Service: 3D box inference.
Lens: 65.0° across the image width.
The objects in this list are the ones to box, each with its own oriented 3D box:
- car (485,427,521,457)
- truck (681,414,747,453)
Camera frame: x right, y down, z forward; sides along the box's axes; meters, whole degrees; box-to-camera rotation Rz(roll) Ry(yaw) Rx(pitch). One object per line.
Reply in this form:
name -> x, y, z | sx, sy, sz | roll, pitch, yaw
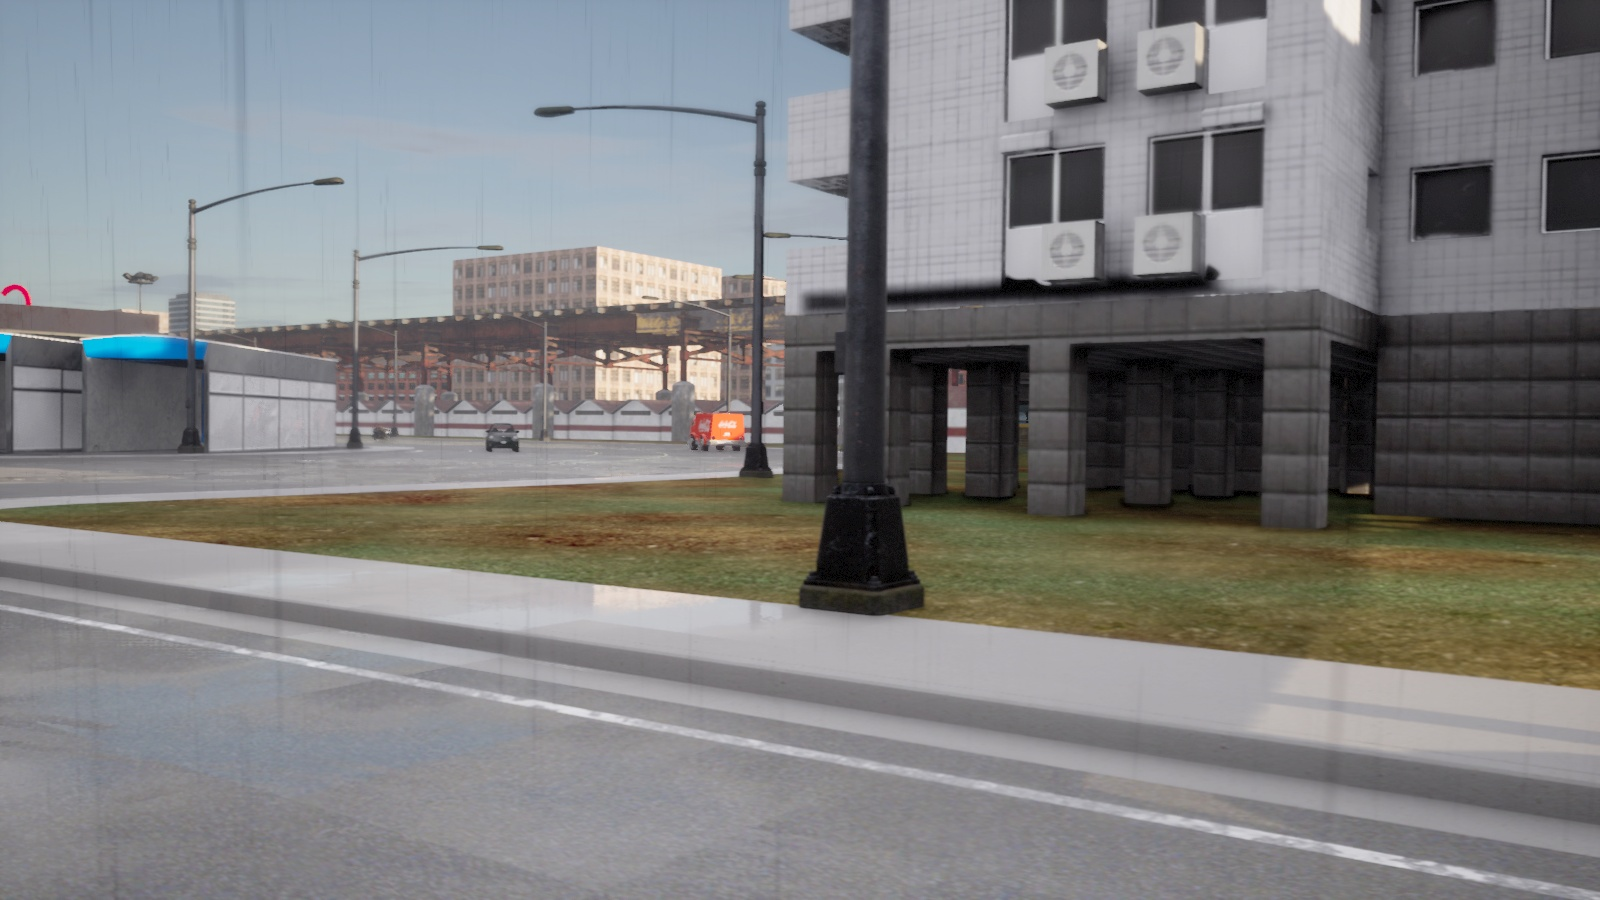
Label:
car -> -16.658, -0.452, 70.411 | 1.851, 1.617, 3.988 | 0, 1, -15
truck -> -5.630, -1.067, 81.486 | 2.627, 2.467, 5.204 | 0, 1, -23
